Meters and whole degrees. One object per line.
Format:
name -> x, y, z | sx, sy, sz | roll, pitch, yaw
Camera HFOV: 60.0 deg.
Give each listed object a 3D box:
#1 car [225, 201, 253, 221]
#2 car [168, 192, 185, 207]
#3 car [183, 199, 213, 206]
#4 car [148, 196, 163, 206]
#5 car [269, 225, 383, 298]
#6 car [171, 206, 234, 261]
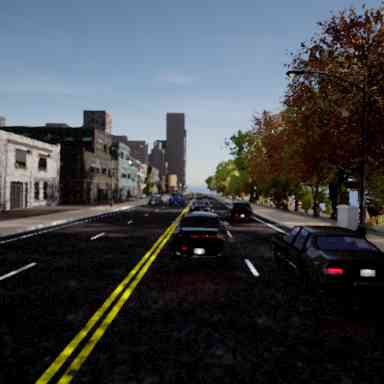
car -> 3.925, 1.519, 27.667 | 1.837, 1.490, 4.892 | 1, 1, 2
car -> -2.197, 1.088, 49.225 | 2.150, 2.045, 5.566 | 1, 0, 2
car -> 0.673, 1.450, 27.640 | 2.128, 1.511, 4.902 | 1, 0, 2
car -> -5.438, 1.301, 49.770 | 2.128, 1.511, 4.902 | 1, 0, 2
car -> 3.441, 1.589, 8.862 | 2.033, 1.411, 5.357 | 1, 0, 2
car -> 0.293, 1.486, 12.172 | 1.837, 1.490, 4.892 | 1, 0, 2
